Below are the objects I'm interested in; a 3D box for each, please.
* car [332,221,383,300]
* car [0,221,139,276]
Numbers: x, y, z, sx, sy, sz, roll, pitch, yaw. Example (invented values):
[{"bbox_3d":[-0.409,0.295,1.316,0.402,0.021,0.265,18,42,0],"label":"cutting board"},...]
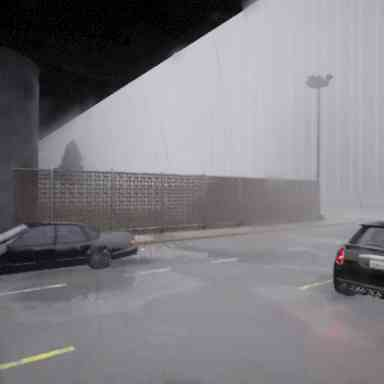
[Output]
[{"bbox_3d":[5.230,1.398,7.496,4.553,1.767,2.097,0,0,-36],"label":"car"},{"bbox_3d":[-4.238,1.558,9.569,5.357,1.411,2.033,0,0,-36],"label":"car"}]
